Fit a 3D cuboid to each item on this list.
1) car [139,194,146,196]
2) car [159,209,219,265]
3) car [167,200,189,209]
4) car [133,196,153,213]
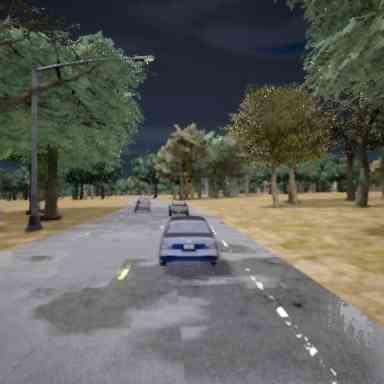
[{"bbox_3d":[-11.527,1.201,78.111,1.837,1.490,4.892,0,0,-12],"label":"car"},{"bbox_3d":[-0.157,1.565,11.747,2.033,1.411,5.357,0,0,-2],"label":"car"},{"bbox_3d":[-1.347,1.531,32.190,2.128,1.511,4.902,0,0,-5],"label":"car"},{"bbox_3d":[-5.576,1.545,37.882,1.837,1.490,4.892,0,0,-6],"label":"car"}]
